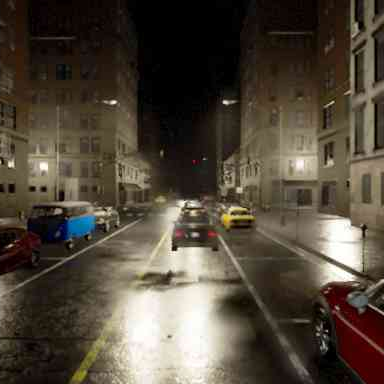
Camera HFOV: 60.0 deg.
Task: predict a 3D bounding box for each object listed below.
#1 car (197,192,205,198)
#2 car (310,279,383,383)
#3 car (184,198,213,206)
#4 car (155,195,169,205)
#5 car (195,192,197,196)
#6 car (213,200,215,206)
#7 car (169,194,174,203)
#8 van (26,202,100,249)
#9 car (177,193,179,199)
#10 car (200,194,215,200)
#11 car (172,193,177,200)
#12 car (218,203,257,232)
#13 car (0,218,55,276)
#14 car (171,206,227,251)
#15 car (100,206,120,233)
[{"bbox_3d":[2.638,1.345,74.444,1.967,1.590,4.097,0,0,0],"label":"car"},{"bbox_3d":[2.660,1.436,3.216,1.967,1.590,4.097,0,0,0],"label":"car"},{"bbox_3d":[0.111,1.461,24.730,2.128,1.511,4.902,0,0,-2],"label":"car"},{"bbox_3d":[-5.387,1.455,57.227,1.752,1.417,4.829,0,0,0],"label":"car"},{"bbox_3d":[2.638,1.203,85.808,2.192,1.841,5.009,0,0,0],"label":"car"},{"bbox_3d":[2.640,1.520,24.841,2.008,1.369,4.403,0,0,0],"label":"car"},{"bbox_3d":[-5.387,1.479,68.760,1.947,1.339,4.313,0,0,0],"label":"car"},{"bbox_3d":[-5.391,1.324,14.028,1.690,1.788,3.998,0,0,0],"label":"van"},{"bbox_3d":[-5.387,1.319,91.485,1.967,1.590,4.097,0,0,0],"label":"car"},{"bbox_3d":[2.638,1.487,51.717,2.008,1.369,4.403,0,0,0],"label":"car"},{"bbox_3d":[-5.387,1.447,80.123,2.008,1.369,4.403,0,0,0],"label":"car"},{"bbox_3d":[2.645,1.501,19.605,1.752,1.417,4.829,0,0,0],"label":"car"},{"bbox_3d":[-5.392,1.571,8.622,1.802,1.307,4.206,0,0,0],"label":"car"},{"bbox_3d":[0.100,1.530,14.037,2.033,1.411,5.357,0,0,0],"label":"car"},{"bbox_3d":[-5.390,1.527,19.434,2.008,1.369,4.403,0,0,0],"label":"car"}]
